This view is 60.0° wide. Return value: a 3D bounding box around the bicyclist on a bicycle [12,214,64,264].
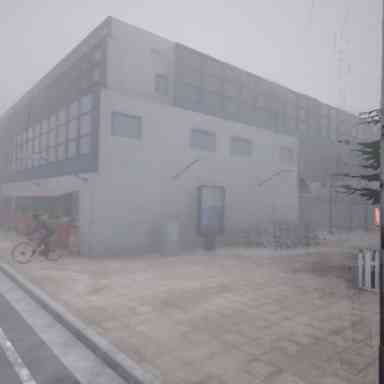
[{"bbox_3d":[-5.131,1.558,11.183,1.656,1.620,0.582,3,-3,-40],"label":"bicyclist on a bicycle"}]
